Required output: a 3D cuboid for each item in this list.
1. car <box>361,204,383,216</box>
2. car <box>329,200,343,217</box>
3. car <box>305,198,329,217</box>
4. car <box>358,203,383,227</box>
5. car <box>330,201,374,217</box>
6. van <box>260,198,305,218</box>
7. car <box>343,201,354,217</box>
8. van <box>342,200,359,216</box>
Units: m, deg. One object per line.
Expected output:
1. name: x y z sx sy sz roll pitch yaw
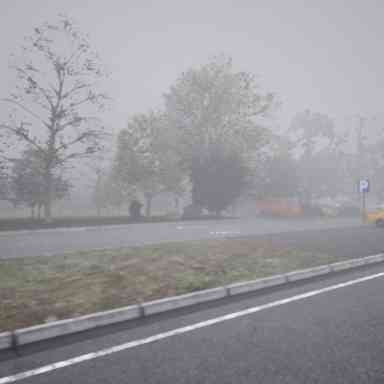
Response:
1. car: 27.322 2.574 47.790 2.231 1.521 4.892 2 -1 -35
2. car: 13.898 2.012 38.007 1.946 1.575 5.366 2 -1 -35
3. car: 11.527 1.677 36.580 2.435 2.045 5.566 2 -1 -35
4. car: 14.541 1.773 22.406 1.946 1.575 5.366 2 -1 -35
5. car: 20.575 2.167 42.952 2.185 1.767 4.553 2 -1 -35
6. van: 9.119 1.622 34.975 1.878 1.987 4.442 2 -1 -35
7. car: 16.047 2.107 39.757 2.231 1.521 4.892 2 -1 -35
8. van: 18.237 1.974 41.469 1.878 1.987 4.442 2 -1 -35
